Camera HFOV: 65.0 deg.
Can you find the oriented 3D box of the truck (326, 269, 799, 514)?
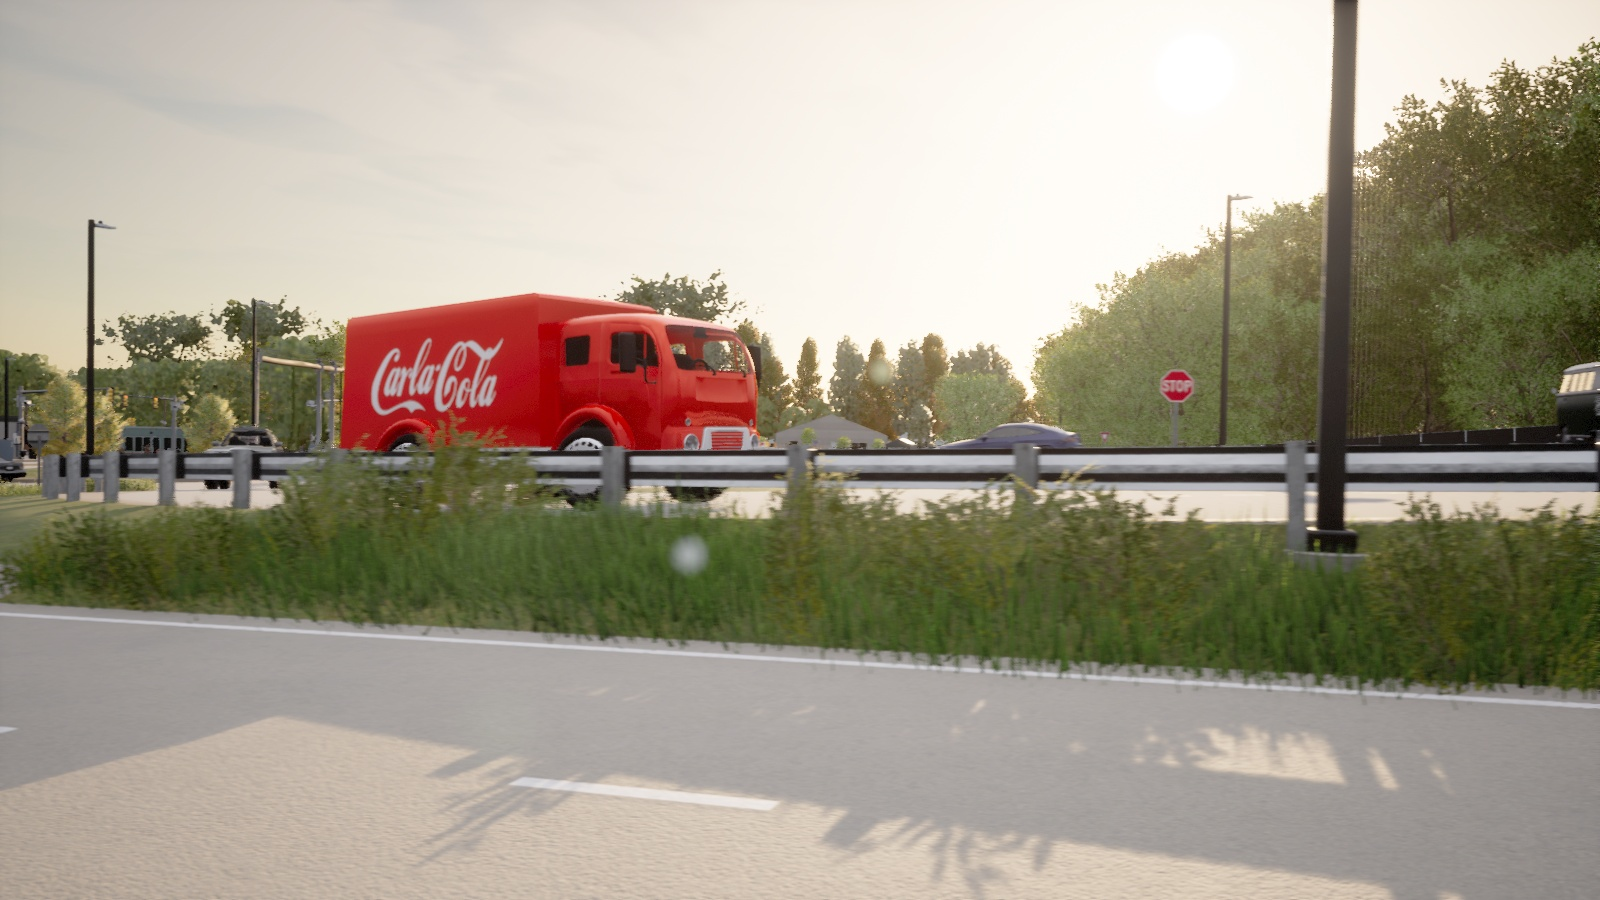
[{"bbox_3d":[-2.930,-0.567,15.162,5.204,2.467,2.627,-1,0,33],"label":"truck"}]

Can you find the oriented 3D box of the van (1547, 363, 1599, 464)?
[{"bbox_3d":[17.061,-0.761,26.001,1.775,1.987,4.442,-2,0,18],"label":"van"}]

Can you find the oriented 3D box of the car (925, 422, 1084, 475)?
[{"bbox_3d":[6.480,-0.040,39.725,4.674,1.442,1.812,-2,0,19],"label":"car"}]

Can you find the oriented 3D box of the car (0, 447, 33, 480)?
[{"bbox_3d":[-37.325,0.569,56.233,5.357,1.411,2.033,0,1,18],"label":"car"}]

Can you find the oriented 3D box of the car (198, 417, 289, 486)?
[{"bbox_3d":[-16.059,0.113,36.460,1.932,1.855,4.605,1,-2,-18],"label":"car"}]
